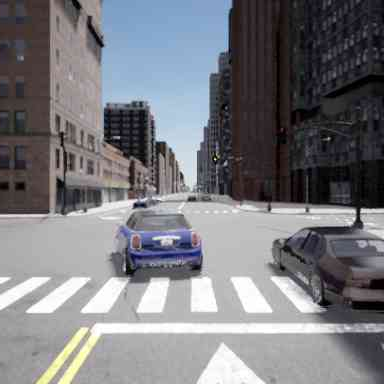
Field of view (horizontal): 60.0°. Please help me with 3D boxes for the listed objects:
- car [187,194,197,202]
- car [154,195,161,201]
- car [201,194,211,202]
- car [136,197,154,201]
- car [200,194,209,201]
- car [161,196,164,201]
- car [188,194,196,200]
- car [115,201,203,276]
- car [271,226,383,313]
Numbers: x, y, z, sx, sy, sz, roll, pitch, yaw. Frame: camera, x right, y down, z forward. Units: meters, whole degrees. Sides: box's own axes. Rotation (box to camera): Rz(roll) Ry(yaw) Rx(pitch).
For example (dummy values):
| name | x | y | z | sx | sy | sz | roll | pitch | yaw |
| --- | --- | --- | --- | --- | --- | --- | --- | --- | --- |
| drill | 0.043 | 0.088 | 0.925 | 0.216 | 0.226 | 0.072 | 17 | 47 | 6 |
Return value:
| name | x | y | z | sx | sy | sz | roll | pitch | yaw |
| --- | --- | --- | --- | --- | --- | --- | --- | --- | --- |
| car | -0.024 | 1.347 | 73.926 | 1.882 | 1.535 | 5.008 | 0 | 0 | 0 |
| car | -6.569 | 1.510 | 53.716 | 1.895 | 1.301 | 4.718 | 0 | 0 | 0 |
| car | 3.226 | 1.394 | 73.927 | 2.128 | 1.511 | 4.902 | 0 | 0 | 0 |
| car | -6.582 | 1.526 | 43.890 | 1.895 | 1.301 | 4.718 | 0 | 0 | 0 |
| car | 3.223 | 1.342 | 84.347 | 2.128 | 1.511 | 4.902 | 0 | 0 | 0 |
| car | -6.540 | 1.414 | 65.050 | 1.812 | 1.442 | 4.674 | 0 | 0 | 1 |
| car | -0.027 | 1.295 | 84.345 | 1.882 | 1.535 | 5.008 | 0 | 0 | 0 |
| car | -1.254 | 1.332 | 10.638 | 2.097 | 1.767 | 4.553 | 0 | 0 | -16 |
| car | 3.348 | 1.533 | 7.897 | 2.033 | 1.411 | 5.357 | 0 | 0 | 0 |
